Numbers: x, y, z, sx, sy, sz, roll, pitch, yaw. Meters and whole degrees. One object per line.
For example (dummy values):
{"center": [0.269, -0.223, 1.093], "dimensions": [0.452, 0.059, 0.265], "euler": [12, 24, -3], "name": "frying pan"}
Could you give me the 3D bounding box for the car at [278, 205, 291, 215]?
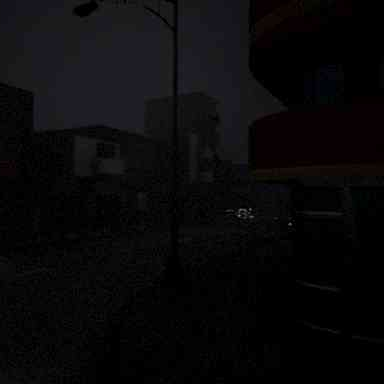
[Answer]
{"center": [12.811, 2.330, 43.649], "dimensions": [1.895, 1.301, 4.718], "euler": [0, -1, 31], "name": "car"}
